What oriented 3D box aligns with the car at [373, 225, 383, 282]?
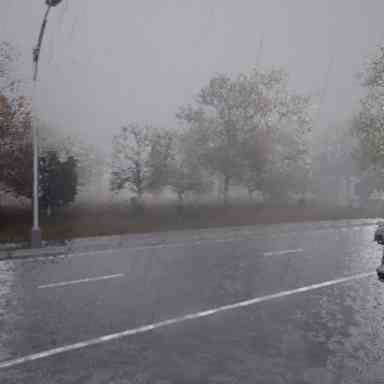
[{"bbox_3d":[6.641,1.538,7.921,5.357,1.411,2.033,0,0,-31],"label":"car"}]
